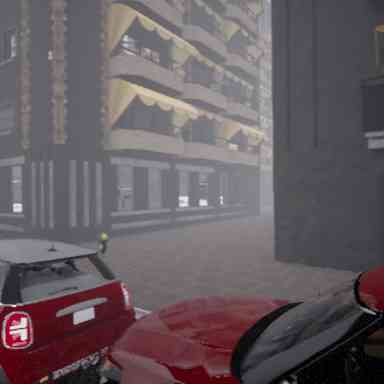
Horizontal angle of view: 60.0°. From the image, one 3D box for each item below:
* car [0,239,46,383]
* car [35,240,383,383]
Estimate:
[{"bbox_3d":[-2.803,1.410,4.893,4.097,1.590,1.967,0,-1,36],"label":"car"},{"bbox_3d":[1.601,1.318,1.754,5.009,1.841,2.192,0,-1,36],"label":"car"}]
